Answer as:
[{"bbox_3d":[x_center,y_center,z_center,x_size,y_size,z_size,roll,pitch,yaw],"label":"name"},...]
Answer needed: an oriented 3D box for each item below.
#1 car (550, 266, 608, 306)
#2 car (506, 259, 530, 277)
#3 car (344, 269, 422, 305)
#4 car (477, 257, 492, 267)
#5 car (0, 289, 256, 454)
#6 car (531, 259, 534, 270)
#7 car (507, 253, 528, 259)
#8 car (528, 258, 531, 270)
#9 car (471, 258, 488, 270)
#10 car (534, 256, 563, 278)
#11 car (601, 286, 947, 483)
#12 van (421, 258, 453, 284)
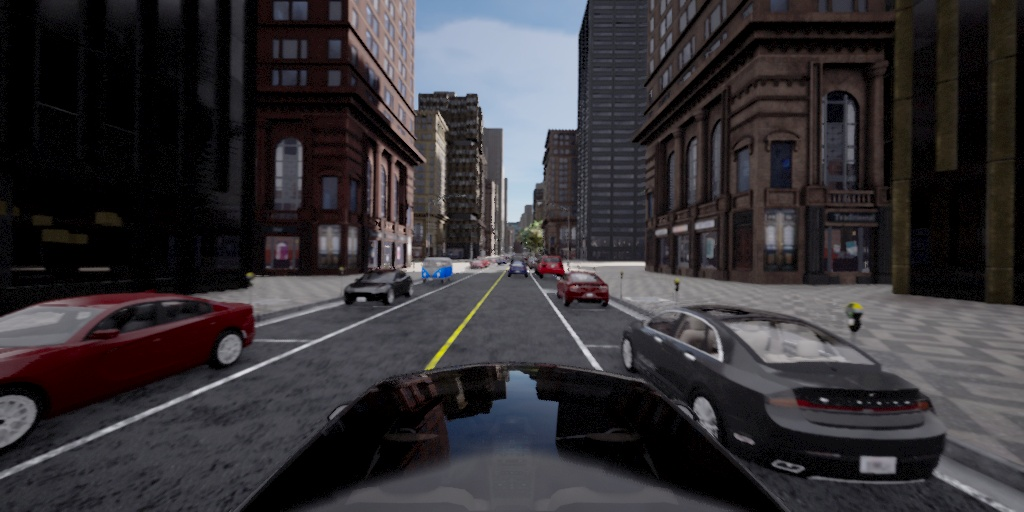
[{"bbox_3d":[2.945,1.326,15.673,1.888,1.381,4.507,0,0,1],"label":"car"},{"bbox_3d":[0.589,1.282,35.819,1.812,1.442,4.674,1,0,1],"label":"car"},{"bbox_3d":[-5.582,1.241,15.537,1.948,1.339,4.313,0,0,1],"label":"car"},{"bbox_3d":[-4.925,1.005,57.938,2.192,1.841,5.009,0,0,1],"label":"car"},{"bbox_3d":[-5.747,1.221,4.938,1.888,1.381,4.507,0,0,1],"label":"car"},{"bbox_3d":[3.692,1.024,40.852,2.150,2.045,5.566,1,0,1],"label":"car"},{"bbox_3d":[0.812,0.985,50.280,2.150,2.045,5.566,1,0,2],"label":"car"},{"bbox_3d":[3.531,1.362,53.464,1.948,1.339,4.313,0,0,1],"label":"car"},{"bbox_3d":[-5.007,1.272,52.637,1.802,1.307,4.207,0,0,1],"label":"car"},{"bbox_3d":[3.583,1.013,33.853,2.150,2.045,5.566,1,0,1],"label":"car"},{"bbox_3d":[2.778,1.333,4.877,2.007,1.370,4.403,0,0,1],"label":"car"},{"bbox_3d":[-5.418,1.019,26.136,1.690,1.789,3.998,0,0,1],"label":"van"}]
